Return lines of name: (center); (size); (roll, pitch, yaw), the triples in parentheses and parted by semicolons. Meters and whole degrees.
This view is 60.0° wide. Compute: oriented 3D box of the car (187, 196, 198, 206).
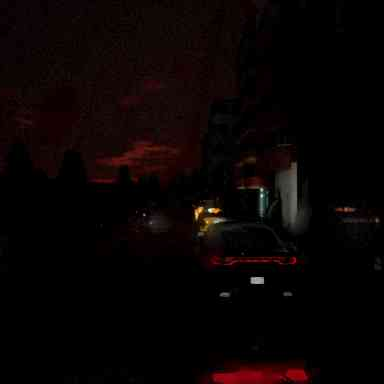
car: (0.033, 1.505, 56.666); (1.837, 1.490, 4.892); (0, 0, 0)

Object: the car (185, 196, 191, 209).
car: (0.051, 1.491, 44.485); (2.128, 1.511, 4.902); (0, 0, 1)

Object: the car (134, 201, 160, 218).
car: (-3.982, 1.547, 30.543); (2.033, 1.411, 5.357); (0, 0, 0)

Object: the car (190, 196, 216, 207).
car: (1.161, 1.300, 24.511); (2.097, 1.767, 4.553); (-3, 0, 0)

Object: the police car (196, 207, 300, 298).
police car: (1.193, 1.420, 8.653); (1.930, 1.638, 5.238); (0, 0, 0)

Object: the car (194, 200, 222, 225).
car: (1.211, 1.456, 18.731); (1.801, 1.575, 5.366); (0, 0, 0)
